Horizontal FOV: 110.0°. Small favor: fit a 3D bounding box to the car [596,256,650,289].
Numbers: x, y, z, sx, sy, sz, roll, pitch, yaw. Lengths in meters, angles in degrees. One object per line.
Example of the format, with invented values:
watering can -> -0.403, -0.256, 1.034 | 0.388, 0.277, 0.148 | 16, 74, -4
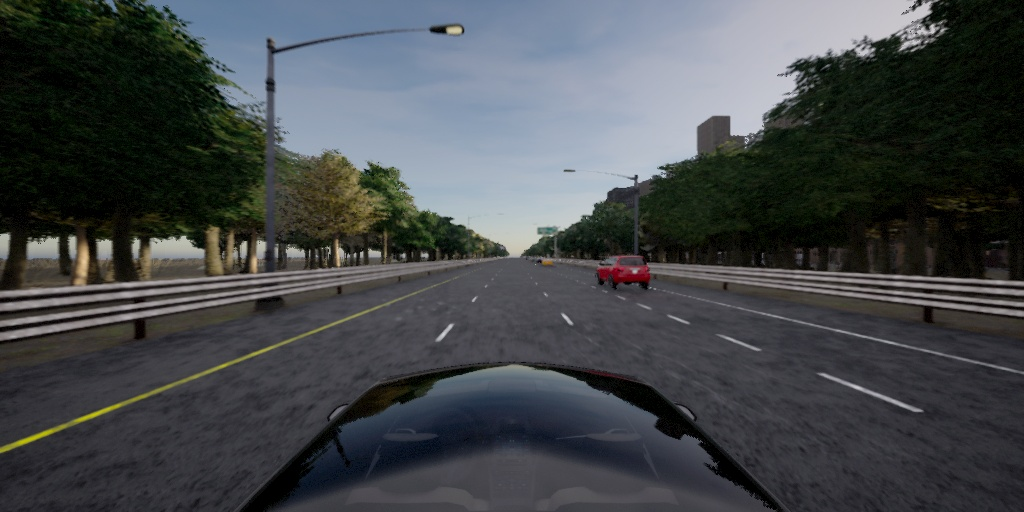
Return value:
car -> 7.023, 0.994, 23.148 | 2.150, 2.045, 5.566 | 0, 0, 0
